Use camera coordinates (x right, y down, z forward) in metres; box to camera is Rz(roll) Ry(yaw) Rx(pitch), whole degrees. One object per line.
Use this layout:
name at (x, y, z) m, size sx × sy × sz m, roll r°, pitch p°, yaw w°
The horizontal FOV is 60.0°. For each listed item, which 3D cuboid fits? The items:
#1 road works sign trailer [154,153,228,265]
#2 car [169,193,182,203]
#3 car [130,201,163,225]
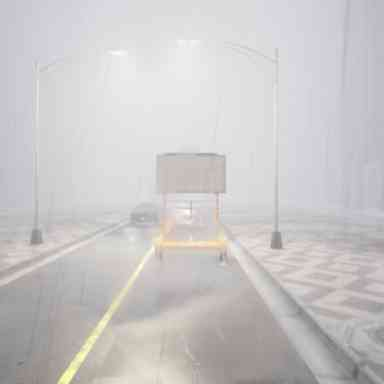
road works sign trailer at (-0.031, 0.441, 11.572) m, size 2.380 × 3.560 × 2.880 m, roll 0°, pitch 0°, yaw 0°
car at (-3.180, 1.100, 65.072) m, size 2.150 × 2.045 × 5.566 m, roll 0°, pitch 0°, yaw 0°
car at (-3.161, 1.431, 23.862) m, size 1.882 × 1.535 × 5.008 m, roll 0°, pitch 0°, yaw 0°
